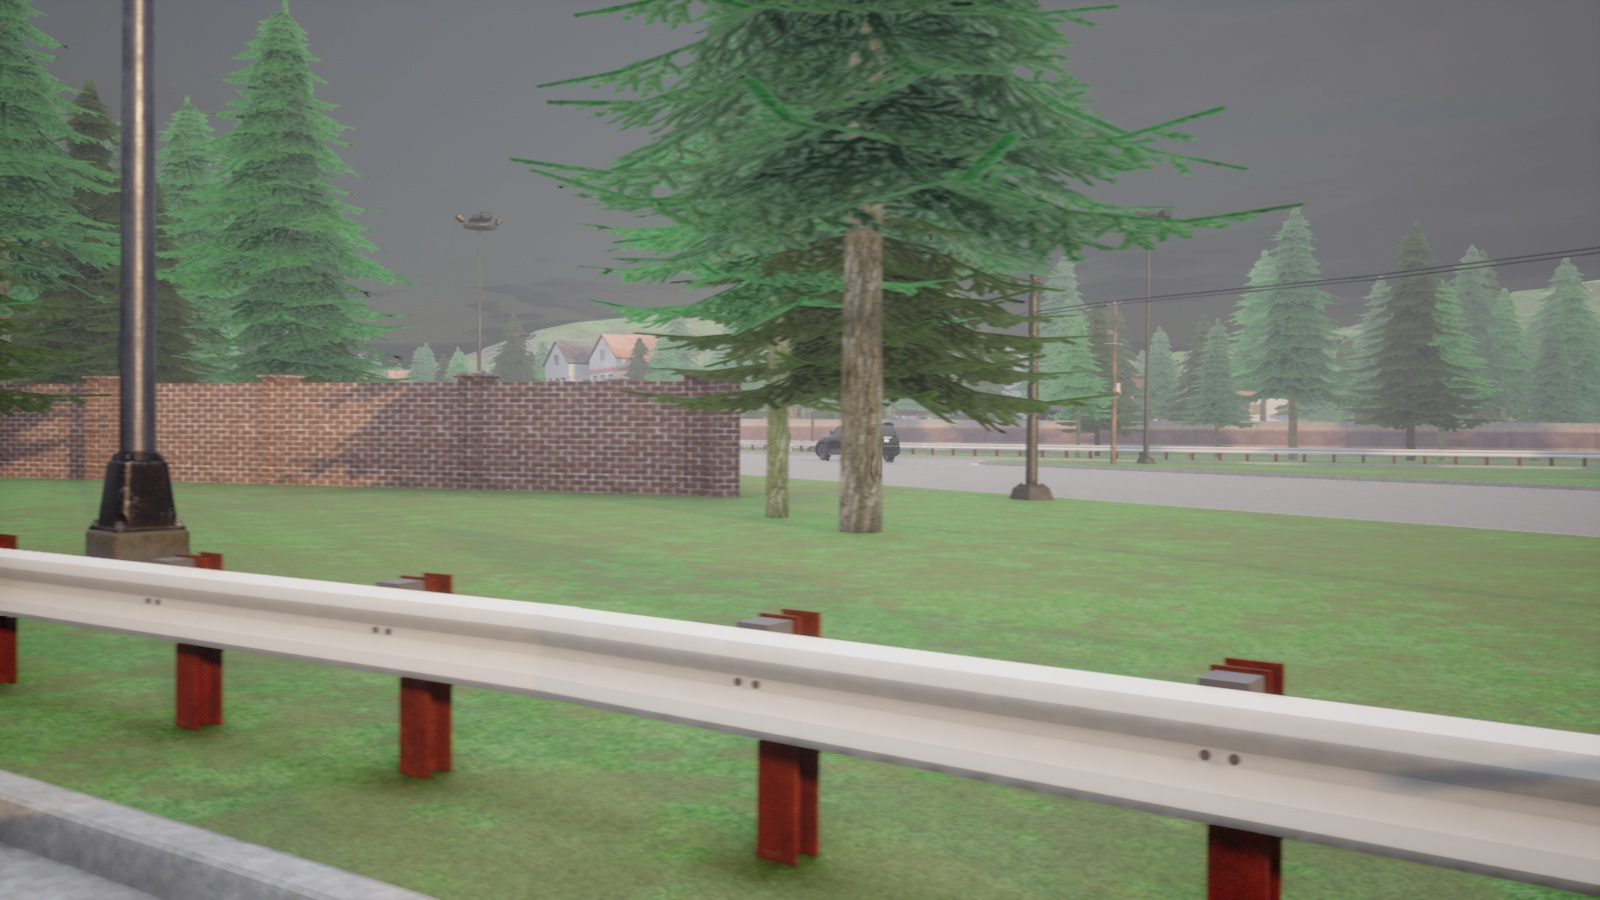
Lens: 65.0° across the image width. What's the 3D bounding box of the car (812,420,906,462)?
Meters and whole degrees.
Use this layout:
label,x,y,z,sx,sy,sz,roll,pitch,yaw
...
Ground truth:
label,x,y,z,sx,sy,sz,roll,pitch,yaw
car,2.964,-0.470,64.577,2.150,2.045,5.566,-1,1,-30
